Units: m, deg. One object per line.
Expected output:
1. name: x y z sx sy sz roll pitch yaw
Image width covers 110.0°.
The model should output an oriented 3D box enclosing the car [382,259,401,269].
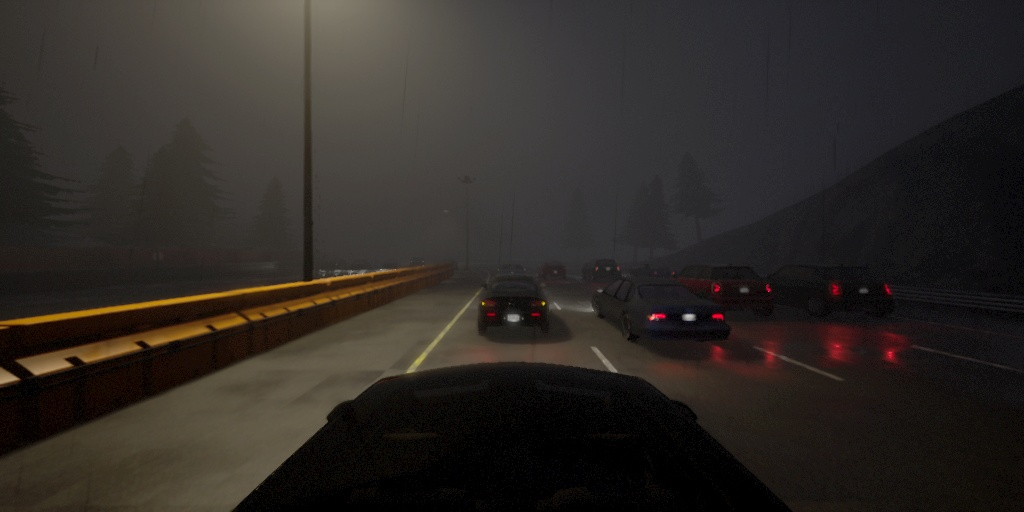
1. car: -16.618 1.077 49.628 1.994 1.385 4.181 0 0 -10

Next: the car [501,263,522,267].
1. car: -0.023 1.184 24.662 2.033 1.411 5.357 0 0 0

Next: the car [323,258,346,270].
1. car: -23.329 1.000 47.453 1.882 1.535 5.008 0 0 -10

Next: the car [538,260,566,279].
1. car: 3.306 1.086 30.406 1.882 1.535 5.008 0 1 -2

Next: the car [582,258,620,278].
1. car: 6.882 0.971 28.073 2.097 1.767 4.553 0 0 -2

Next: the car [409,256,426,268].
1. car: -13.241 0.859 50.601 2.097 1.767 4.553 0 0 -10

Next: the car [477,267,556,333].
1. car: 0.055 1.232 10.509 1.812 1.442 4.674 0 0 1

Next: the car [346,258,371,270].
1. car: -19.644 1.053 46.629 1.812 1.442 4.674 0 0 -9

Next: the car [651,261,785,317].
1. car: 7.073 1.046 13.016 2.097 1.767 4.553 0 0 0

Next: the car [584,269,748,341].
1. car: 3.548 1.259 9.660 2.033 1.411 5.357 0 0 1

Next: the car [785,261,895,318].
1. car: 10.572 1.047 12.886 2.097 1.767 4.553 0 0 0

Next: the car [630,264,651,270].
1. car: 10.428 1.227 26.952 1.895 1.301 4.718 0 0 -1
